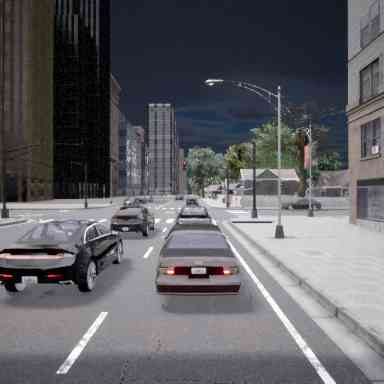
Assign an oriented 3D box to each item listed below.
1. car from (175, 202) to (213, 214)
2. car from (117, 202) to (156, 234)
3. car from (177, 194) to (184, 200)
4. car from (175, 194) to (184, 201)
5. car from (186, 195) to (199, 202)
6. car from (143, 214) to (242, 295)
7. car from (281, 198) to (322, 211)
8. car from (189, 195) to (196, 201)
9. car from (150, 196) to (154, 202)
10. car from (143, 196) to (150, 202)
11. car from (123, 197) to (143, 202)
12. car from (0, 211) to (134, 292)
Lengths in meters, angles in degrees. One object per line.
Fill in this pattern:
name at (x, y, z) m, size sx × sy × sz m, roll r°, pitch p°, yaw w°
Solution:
car at (0.107, 1.491, 17.872) m, size 2.128 × 1.511 × 4.902 m, roll 0°, pitch 0°, yaw 0°
car at (-3.141, 1.504, 18.149) m, size 1.837 × 1.490 × 4.892 m, roll 0°, pitch 0°, yaw 0°
car at (-3.202, 1.311, 93.991) m, size 1.882 × 1.535 × 5.008 m, roll 0°, pitch 0°, yaw 0°
car at (-3.207, 1.342, 83.957) m, size 2.097 × 1.767 × 4.553 m, roll 0°, pitch 0°, yaw 0°
car at (0.060, 1.500, 54.306) m, size 1.837 × 1.490 × 4.892 m, roll 0°, pitch 0°, yaw 1°
car at (0.095, 1.545, 8.818) m, size 2.033 × 1.411 × 5.357 m, roll 0°, pitch 0°, yaw -1°
car at (13.297, 1.551, 40.769) m, size 4.892 × 1.490 × 1.837 m, roll -1°, pitch -1°, yaw 0°
car at (0.046, 1.522, 89.817) m, size 1.812 × 1.442 × 4.674 m, roll 0°, pitch 0°, yaw 0°
car at (-9.713, 1.517, 73.264) m, size 1.812 × 1.442 × 4.674 m, roll 0°, pitch 0°, yaw 0°
car at (-9.761, 1.595, 63.152) m, size 1.895 × 1.301 × 4.718 m, roll 0°, pitch 0°, yaw 1°
car at (-9.799, 1.487, 53.832) m, size 2.128 × 1.511 × 4.902 m, roll 0°, pitch 0°, yaw 1°
car at (-3.147, 1.492, 8.889) m, size 2.128 × 1.511 × 4.902 m, roll 0°, pitch 0°, yaw 0°
